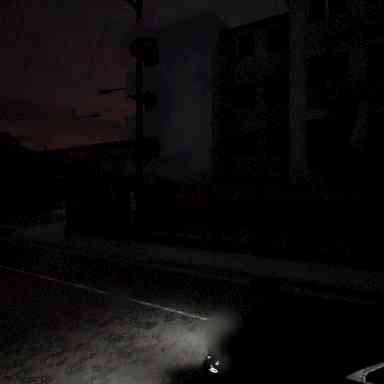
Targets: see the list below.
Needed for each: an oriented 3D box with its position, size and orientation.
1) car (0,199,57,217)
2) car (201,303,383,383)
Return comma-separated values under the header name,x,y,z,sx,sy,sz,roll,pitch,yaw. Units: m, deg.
name,x,y,z,sx,sy,sz,roll,pitch,yaw
car,-14.686,1.314,29.331,2.033,1.411,5.357,0,1,32
car,2.334,1.507,2.287,4.892,1.490,1.837,1,0,36
